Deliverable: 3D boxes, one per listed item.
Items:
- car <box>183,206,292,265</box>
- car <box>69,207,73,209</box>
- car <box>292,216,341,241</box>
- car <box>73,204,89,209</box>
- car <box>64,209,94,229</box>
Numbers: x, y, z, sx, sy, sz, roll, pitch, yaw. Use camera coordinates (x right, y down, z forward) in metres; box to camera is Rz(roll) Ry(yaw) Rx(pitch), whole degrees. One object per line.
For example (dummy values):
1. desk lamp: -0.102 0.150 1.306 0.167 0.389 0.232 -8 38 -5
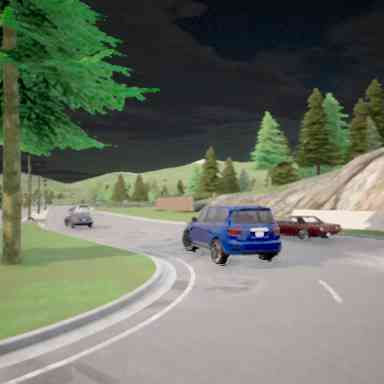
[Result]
1. car: 1.371 1.569 13.469 2.150 2.045 5.566 1 -2 -18
2. car: -29.828 4.436 83.593 1.994 1.385 4.181 -1 -2 -23
3. car: 5.997 2.010 19.259 1.895 1.301 4.718 0 -2 -31
4. car: -19.742 3.254 59.920 2.150 2.045 5.566 -1 -2 -23
5. car: -10.761 2.630 31.450 2.033 1.411 5.357 0 -2 -30
